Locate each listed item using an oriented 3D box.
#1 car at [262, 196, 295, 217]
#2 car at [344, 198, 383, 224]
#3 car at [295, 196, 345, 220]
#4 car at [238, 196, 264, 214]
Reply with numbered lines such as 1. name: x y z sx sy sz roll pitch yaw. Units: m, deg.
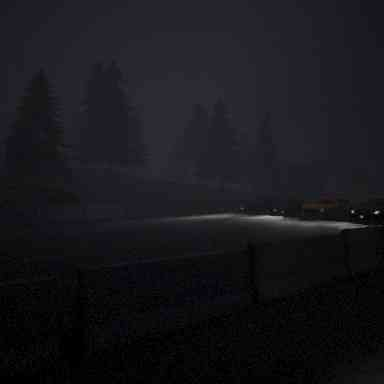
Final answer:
1. car: 8.059 1.184 26.919 4.181 1.385 1.994 -1 1 -35
2. car: 11.977 1.149 21.118 4.674 1.442 1.812 -1 1 -35
3. car: 9.976 1.100 23.989 5.008 1.535 1.882 -1 1 -35
4. car: 6.309 1.106 29.968 4.902 1.511 2.128 -1 1 -35
